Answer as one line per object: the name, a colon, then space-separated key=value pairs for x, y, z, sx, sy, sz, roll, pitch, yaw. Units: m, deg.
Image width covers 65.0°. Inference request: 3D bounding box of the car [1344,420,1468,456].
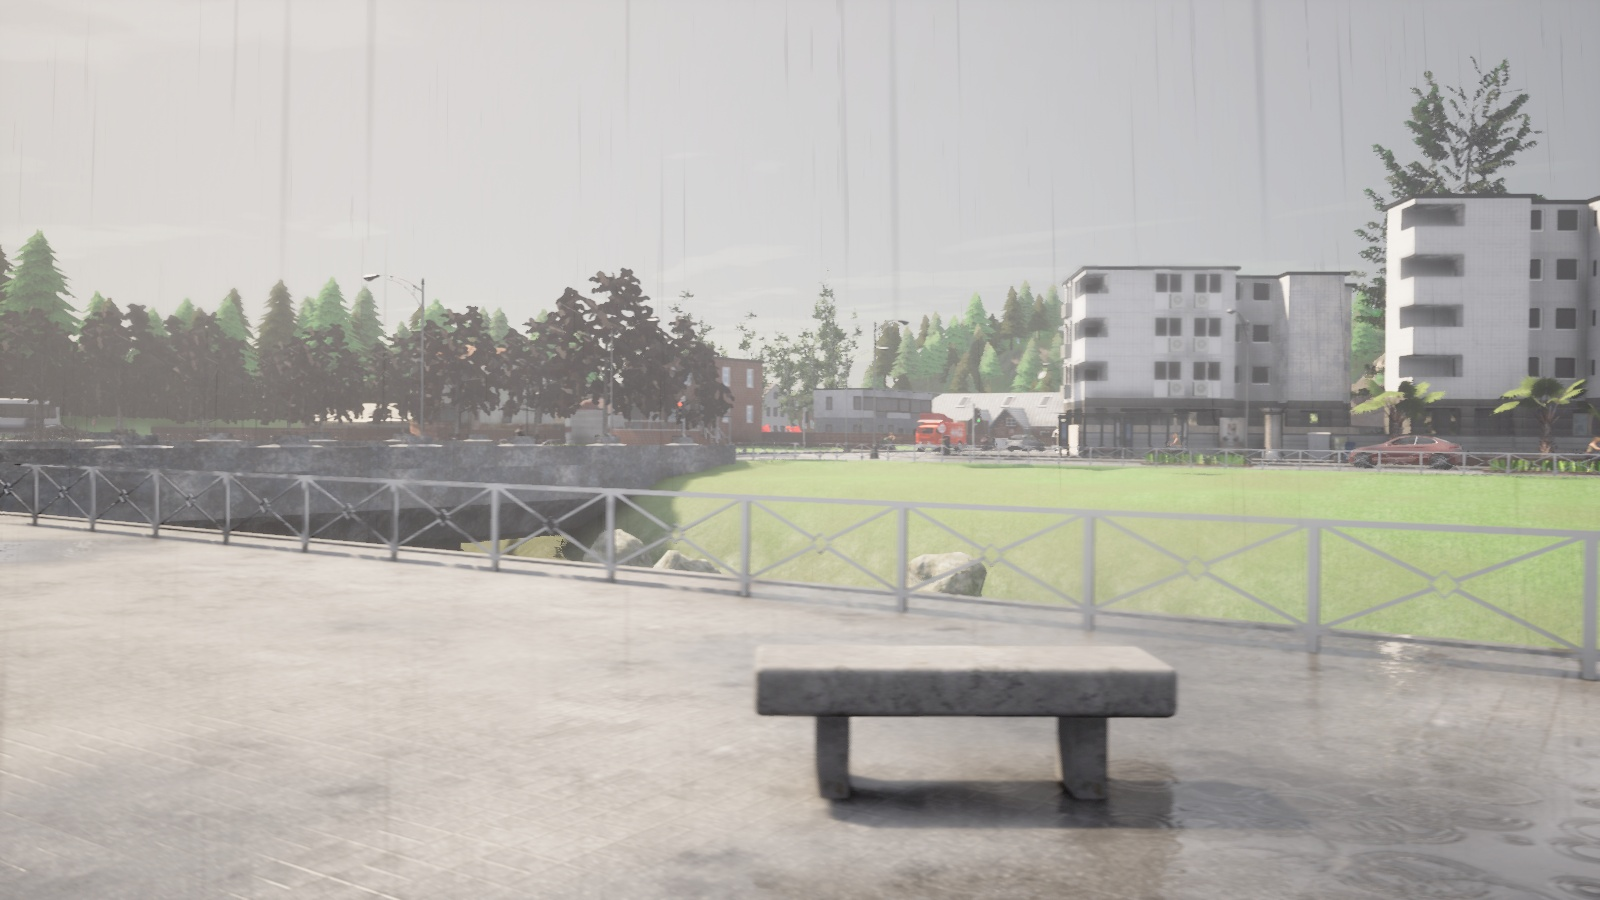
car: x=28.605 y=-0.559 z=59.301 sx=5.027 sy=1.651 sz=2.152 roll=0 pitch=1 yaw=34
